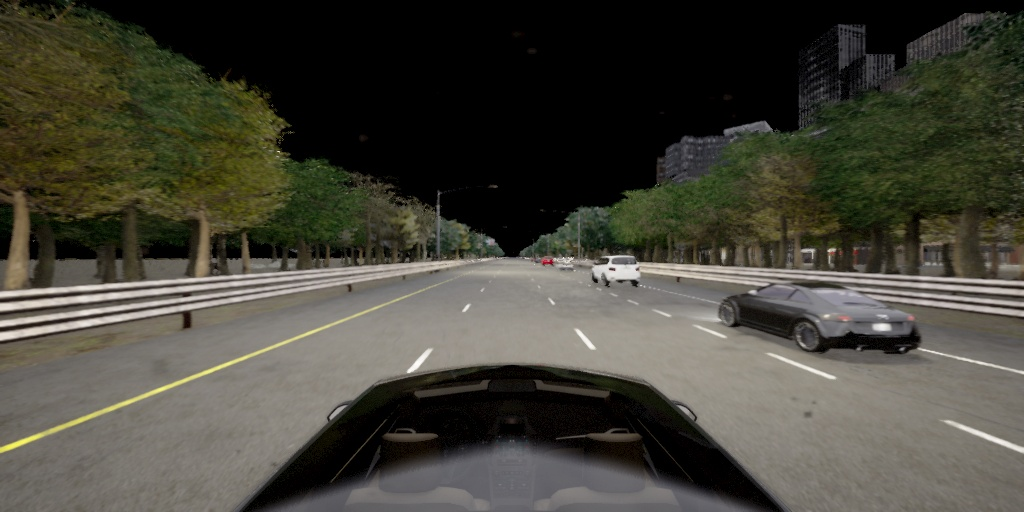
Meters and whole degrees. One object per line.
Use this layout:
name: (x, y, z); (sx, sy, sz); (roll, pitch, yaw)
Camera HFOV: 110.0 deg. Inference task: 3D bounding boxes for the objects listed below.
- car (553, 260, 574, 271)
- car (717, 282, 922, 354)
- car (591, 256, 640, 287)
car: (7.066, 1.397, 48.701); (1.895, 1.301, 4.718); (0, 0, 0)
car: (7.004, 1.316, 8.794); (1.994, 1.385, 4.181); (0, 0, 0)
car: (7.011, 0.989, 24.738); (2.150, 2.045, 5.566); (0, 0, 0)
